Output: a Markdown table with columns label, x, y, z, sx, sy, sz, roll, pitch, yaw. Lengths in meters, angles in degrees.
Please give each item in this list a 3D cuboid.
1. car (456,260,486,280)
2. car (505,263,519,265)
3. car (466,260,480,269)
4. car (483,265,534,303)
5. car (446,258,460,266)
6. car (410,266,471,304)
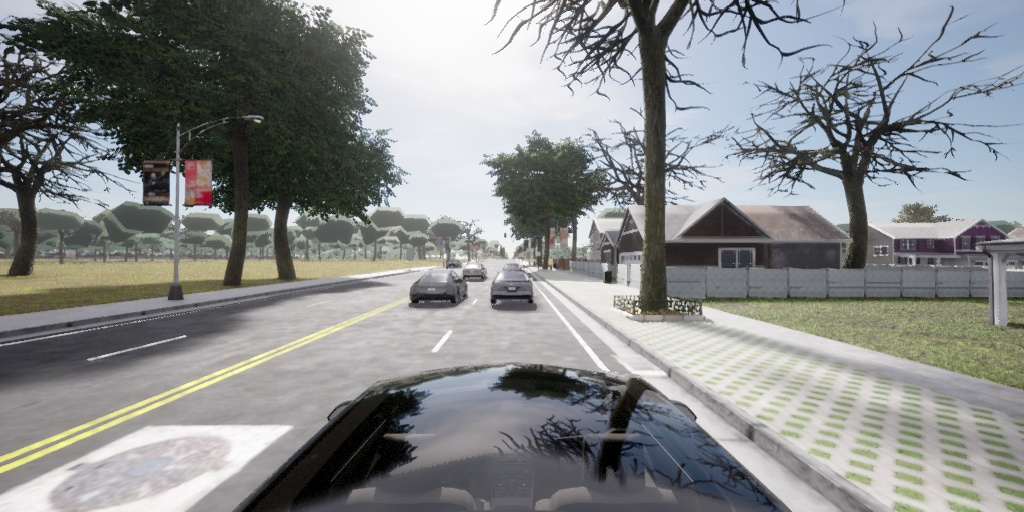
| label | x | y | z | sx | sy | sz | roll | pitch | yaw |
| --- | --- | --- | --- | --- | --- | --- | --- | --- | --- |
| car | -3.249 | 1.337 | 31.504 | 2.033 | 1.411 | 5.357 | 0 | 0 | 0 |
| car | 0.001 | 1.337 | 31.504 | 2.033 | 1.411 | 5.357 | 0 | 0 | 0 |
| car | -6.498 | 1.413 | 60.508 | 1.994 | 1.385 | 4.181 | 0 | 0 | 0 |
| car | 0.001 | 1.320 | 16.502 | 2.033 | 1.411 | 5.357 | 0 | 0 | 0 |
| car | -9.748 | 1.217 | 60.538 | 2.097 | 1.767 | 4.553 | 0 | 0 | 0 |
| car | -3.249 | 1.329 | 16.501 | 1.994 | 1.385 | 4.181 | 0 | 0 | 0 |
